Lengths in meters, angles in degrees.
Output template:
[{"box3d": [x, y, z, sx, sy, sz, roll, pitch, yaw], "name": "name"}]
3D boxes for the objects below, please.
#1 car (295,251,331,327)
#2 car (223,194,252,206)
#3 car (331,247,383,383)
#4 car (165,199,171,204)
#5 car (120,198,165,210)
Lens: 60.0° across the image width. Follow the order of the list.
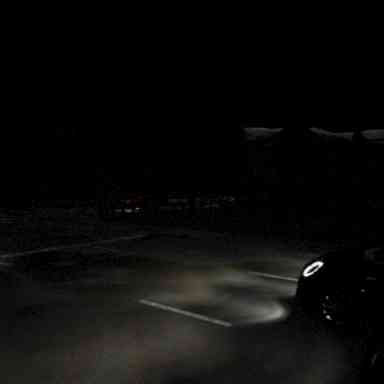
[{"box3d": [4.077, 1.354, 5.340, 4.553, 1.767, 2.097, 1, 0, 36], "name": "car"}, {"box3d": [6.743, 1.106, 49.427, 4.553, 1.767, 2.097, 0, 0, -34], "name": "car"}, {"box3d": [3.739, 1.239, 1.303, 5.566, 2.045, 2.150, 1, 0, 34], "name": "car"}, {"box3d": [-5.325, 1.222, 44.183, 5.357, 1.411, 2.033, 0, 1, -43], "name": "car"}, {"box3d": [-5.929, 1.185, 38.611, 1.882, 1.535, 5.008, 1, 1, 44], "name": "car"}]
